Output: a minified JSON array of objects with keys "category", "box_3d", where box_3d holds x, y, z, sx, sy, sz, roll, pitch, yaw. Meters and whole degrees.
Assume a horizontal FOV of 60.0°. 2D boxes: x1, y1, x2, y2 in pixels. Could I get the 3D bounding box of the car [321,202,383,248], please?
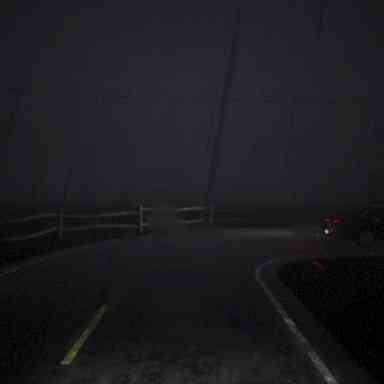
[{"category":"car","box_3d":[7.565,1.252,12.949,4.892,1.490,1.837,0,-1,-5]}]
